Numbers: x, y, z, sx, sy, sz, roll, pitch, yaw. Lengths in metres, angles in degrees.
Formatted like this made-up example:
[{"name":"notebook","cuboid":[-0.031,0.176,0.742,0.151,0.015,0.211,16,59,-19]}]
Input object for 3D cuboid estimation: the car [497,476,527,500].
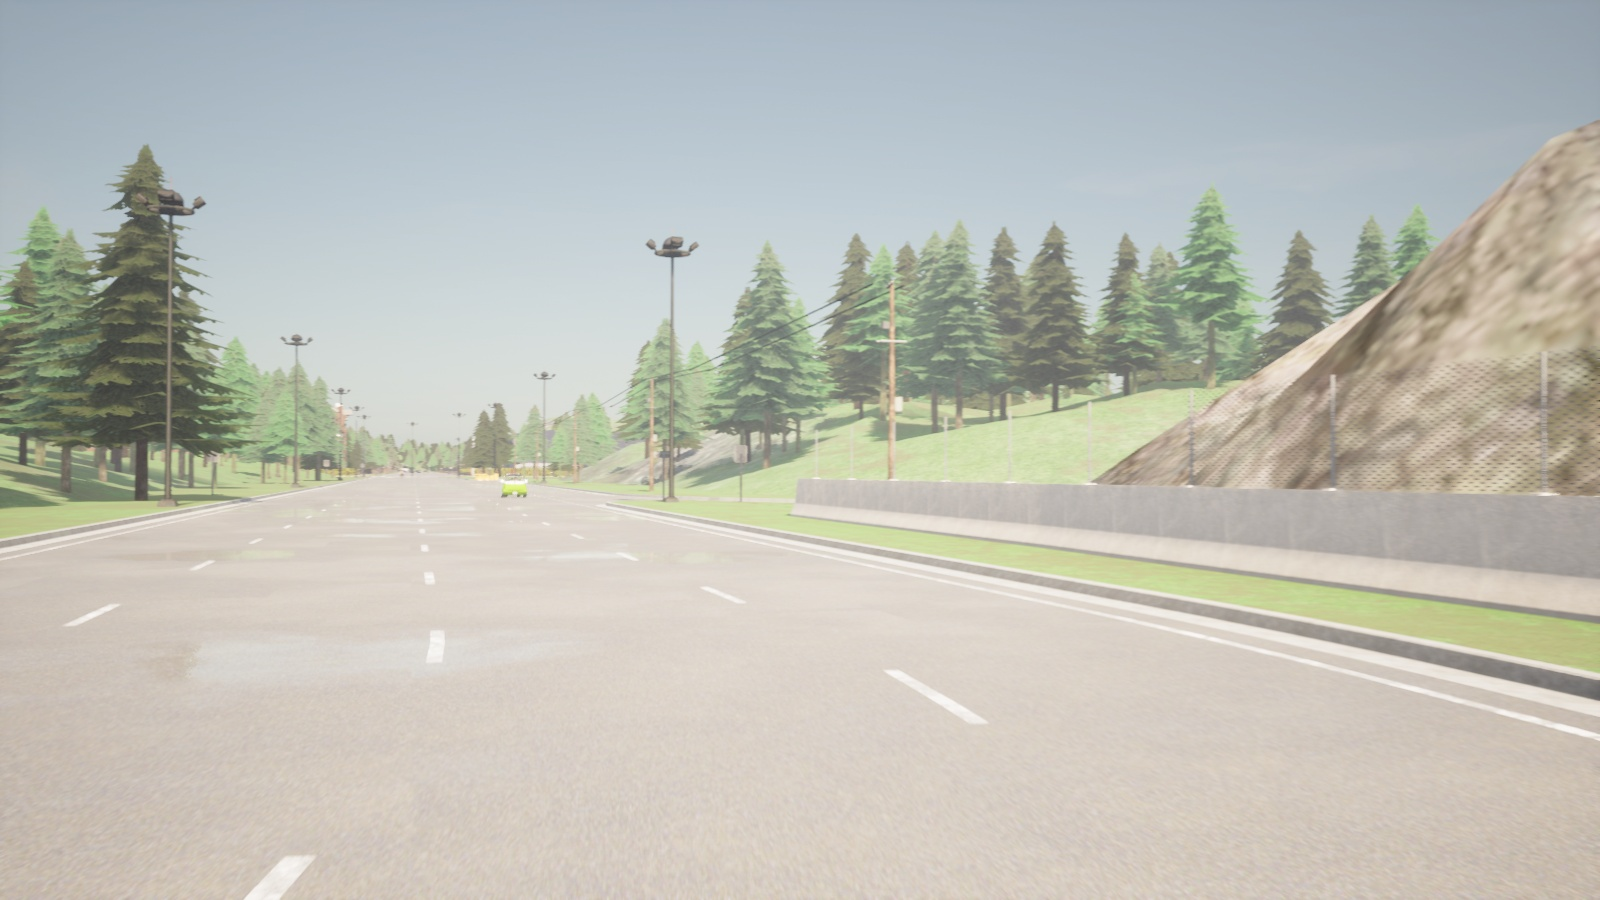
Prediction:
[{"name":"car","cuboid":[-16.337,2.145,71.246,1.481,1.376,2.207,0,-1,-17]}]
